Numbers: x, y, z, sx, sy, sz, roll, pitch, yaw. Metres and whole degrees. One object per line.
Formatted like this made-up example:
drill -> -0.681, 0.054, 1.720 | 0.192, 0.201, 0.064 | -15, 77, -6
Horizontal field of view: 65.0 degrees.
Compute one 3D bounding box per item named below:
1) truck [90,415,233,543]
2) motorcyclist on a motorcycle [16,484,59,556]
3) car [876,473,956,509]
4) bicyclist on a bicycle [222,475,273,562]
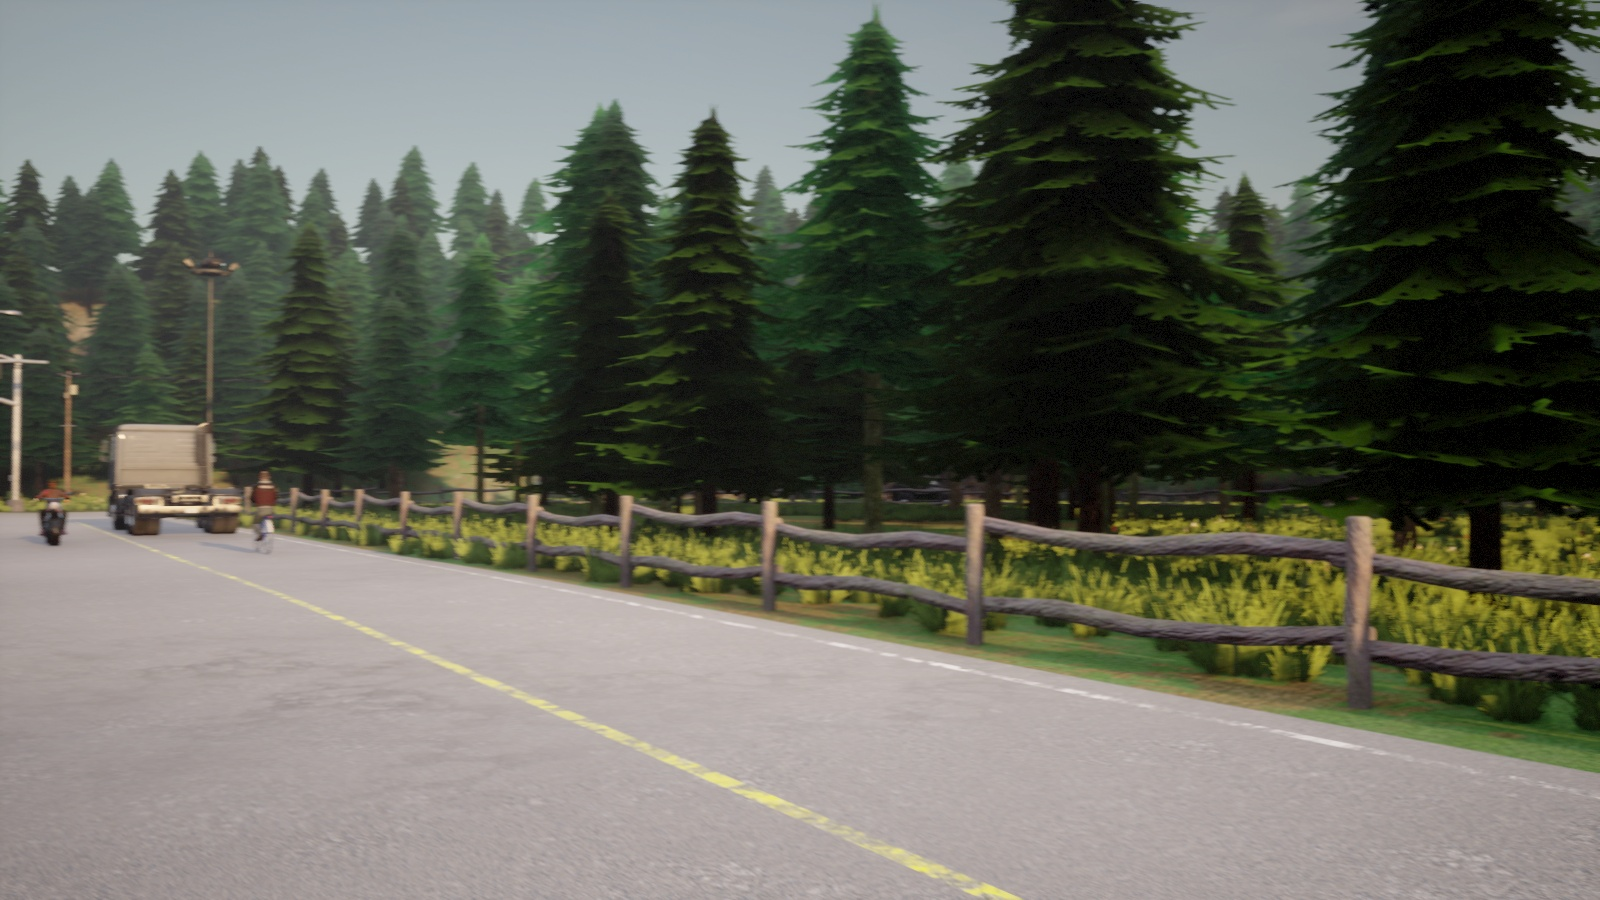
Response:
truck -> -19.597, 0.917, 38.253 | 2.891, 3.462, 7.936 | 0, -2, -34
motorcyclist on a motorcycle -> -18.370, 1.649, 30.229 | 0.766, 1.649, 2.350 | 0, -1, -34
car -> 6.212, 2.209, 67.184 | 3.866, 1.878, 1.905 | -1, -2, 19
bicyclist on a bicycle -> -11.820, 1.433, 26.844 | 0.659, 1.776, 1.843 | 0, -1, -34
